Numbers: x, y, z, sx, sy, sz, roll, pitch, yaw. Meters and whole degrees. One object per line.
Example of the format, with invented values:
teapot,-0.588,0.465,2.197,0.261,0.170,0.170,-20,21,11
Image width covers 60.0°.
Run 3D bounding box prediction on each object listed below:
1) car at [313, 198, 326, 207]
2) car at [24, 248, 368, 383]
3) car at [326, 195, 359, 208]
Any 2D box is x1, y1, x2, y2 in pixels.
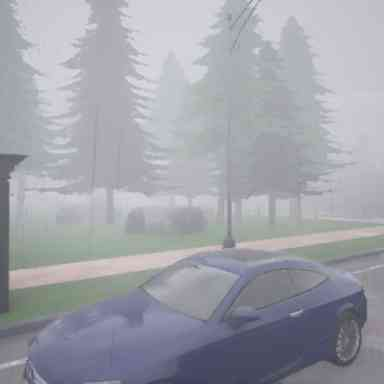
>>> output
car,18.982,1.227,47.051,3.866,1.878,1.905,0,0,-37
car,0.452,1.530,4.282,4.674,1.442,1.812,0,0,-35
car,20.804,1.226,45.276,4.605,1.855,1.932,0,0,-37
